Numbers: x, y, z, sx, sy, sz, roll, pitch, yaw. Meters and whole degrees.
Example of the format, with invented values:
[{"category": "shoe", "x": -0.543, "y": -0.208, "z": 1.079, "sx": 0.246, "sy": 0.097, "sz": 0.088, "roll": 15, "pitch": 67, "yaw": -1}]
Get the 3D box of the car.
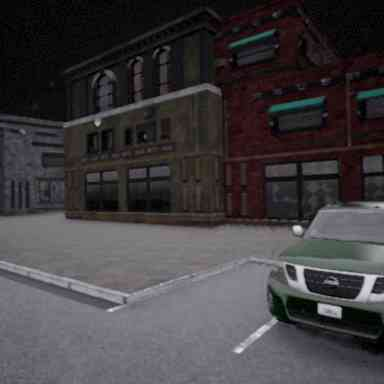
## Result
[{"category": "car", "x": 3.464, "y": 1.239, "z": 6.632, "sx": 2.435, "sy": 2.045, "sz": 5.566, "roll": 0, "pitch": 0, "yaw": 36}]
